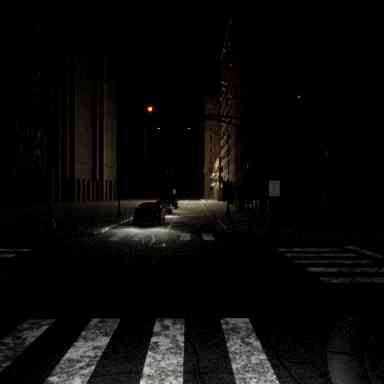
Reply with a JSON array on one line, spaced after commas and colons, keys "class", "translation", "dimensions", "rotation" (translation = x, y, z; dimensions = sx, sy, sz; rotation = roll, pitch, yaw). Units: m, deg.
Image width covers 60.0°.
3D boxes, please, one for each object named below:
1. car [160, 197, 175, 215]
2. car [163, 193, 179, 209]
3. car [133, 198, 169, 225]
[{"class": "car", "translation": [-3.036, 1.527, 34.412], "dimensions": [1.812, 1.442, 4.674], "rotation": [0, 0, 0]}, {"class": "car", "translation": [-3.001, 1.222, 45.122], "dimensions": [2.150, 2.045, 5.566], "rotation": [0, 0, 1]}, {"class": "car", "translation": [-3.053, 1.479, 24.448], "dimensions": [1.882, 1.535, 5.008], "rotation": [0, 0, 0]}]
